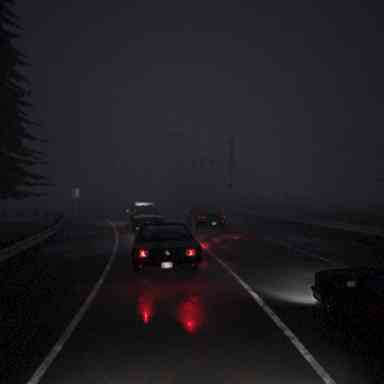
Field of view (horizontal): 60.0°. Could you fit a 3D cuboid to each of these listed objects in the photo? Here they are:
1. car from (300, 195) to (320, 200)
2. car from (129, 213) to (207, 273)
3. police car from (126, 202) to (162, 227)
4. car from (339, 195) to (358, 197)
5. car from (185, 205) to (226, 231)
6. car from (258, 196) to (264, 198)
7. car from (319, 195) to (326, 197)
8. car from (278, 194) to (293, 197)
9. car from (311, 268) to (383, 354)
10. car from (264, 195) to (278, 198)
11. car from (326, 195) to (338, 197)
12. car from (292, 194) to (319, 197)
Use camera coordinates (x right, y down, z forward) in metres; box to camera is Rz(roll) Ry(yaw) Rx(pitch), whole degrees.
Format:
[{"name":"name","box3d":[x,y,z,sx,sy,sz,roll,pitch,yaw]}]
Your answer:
[{"name":"car","box3d":[31.224,1.475,88.129,5.357,1.411,2.033,0,0,-33]},{"name":"car","box3d":[-0.944,1.603,10.796,1.895,1.301,4.718,0,0,-8]},{"name":"police car","box3d":[-2.906,1.431,20.204,1.930,1.638,5.238,0,0,-14]},{"name":"car","box3d":[38.400,1.422,80.361,4.892,1.490,1.837,0,0,-37]},{"name":"car","box3d":[0.672,1.524,20.323,1.812,1.442,4.674,0,0,-14]},{"name":"car","box3d":[17.668,1.516,80.763,4.181,1.385,1.994,0,0,-22]},{"name":"car","box3d":[33.682,1.456,85.566,4.674,1.442,1.812,0,0,-37]},{"name":"car","box3d":[22.487,1.309,75.205,4.553,1.767,2.097,0,0,-22]},{"name":"car","box3d":[3.301,1.541,3.860,2.033,1.411,5.357,0,0,-3]},{"name":"car","box3d":[20.115,1.484,77.997,4.902,1.511,2.128,0,0,-22]},{"name":"car","box3d":[36.156,1.451,83.048,4.674,1.442,1.812,0,0,-37]},{"name":"car","box3d":[24.702,1.502,72.356,4.181,1.385,1.994,0,0,-22]}]
